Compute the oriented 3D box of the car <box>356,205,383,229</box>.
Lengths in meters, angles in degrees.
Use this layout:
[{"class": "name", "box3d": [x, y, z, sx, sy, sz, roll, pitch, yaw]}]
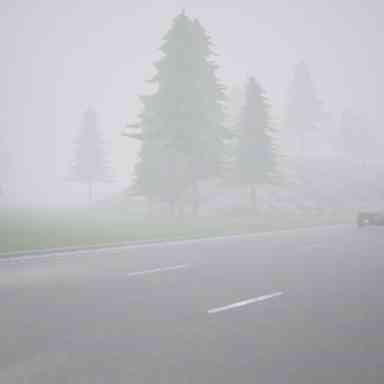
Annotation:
[{"class": "car", "box3d": [12.234, 1.582, 21.090, 4.674, 1.442, 1.812, 0, 0, -36]}]
